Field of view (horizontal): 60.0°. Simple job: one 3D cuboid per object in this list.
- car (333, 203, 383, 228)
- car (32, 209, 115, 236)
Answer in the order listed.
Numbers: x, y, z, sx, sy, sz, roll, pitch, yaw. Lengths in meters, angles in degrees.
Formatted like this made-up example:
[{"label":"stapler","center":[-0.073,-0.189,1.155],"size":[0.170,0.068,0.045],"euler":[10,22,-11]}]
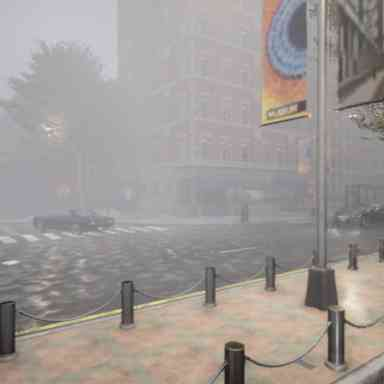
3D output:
[{"label":"car","center":[11.269,1.458,21.857],"size":[4.902,1.511,2.128],"euler":[0,0,-35]},{"label":"car","center":[-6.601,1.593,18.307],"size":[4.718,1.301,1.895],"euler":[0,0,30]}]
